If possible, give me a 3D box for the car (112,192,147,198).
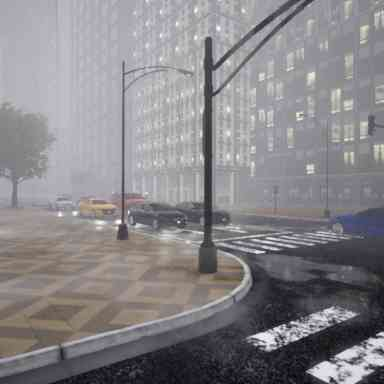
[{"bbox_3d":[-5.514,1.008,29.726,2.150,2.045,5.566,0,0,-37],"label":"car"}]

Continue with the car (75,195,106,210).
[{"bbox_3d":[-11.679,1.177,38.024,1.882,1.535,5.008,0,0,-37],"label":"car"}]

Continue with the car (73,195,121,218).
[{"bbox_3d":[-7.808,1.254,27.371,1.882,1.535,5.008,0,0,-37],"label":"car"}]

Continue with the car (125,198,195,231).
[{"bbox_3d":[-2.153,1.357,19.777,1.837,1.490,4.892,0,0,-37],"label":"car"}]

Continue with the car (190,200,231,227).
[{"bbox_3d":[0.421,1.344,21.763,1.882,1.535,5.008,0,0,-37],"label":"car"}]

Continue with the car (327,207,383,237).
[{"bbox_3d":[9.028,1.440,15.981,1.882,1.535,5.008,0,0,-37],"label":"car"}]

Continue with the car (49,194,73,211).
[{"bbox_3d":[-13.932,1.216,35.605,1.812,1.442,4.674,0,0,-37],"label":"car"}]

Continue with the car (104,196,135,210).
[{"bbox_3d":[-8.694,1.244,39.777,1.812,1.442,4.674,0,0,-37],"label":"car"}]
